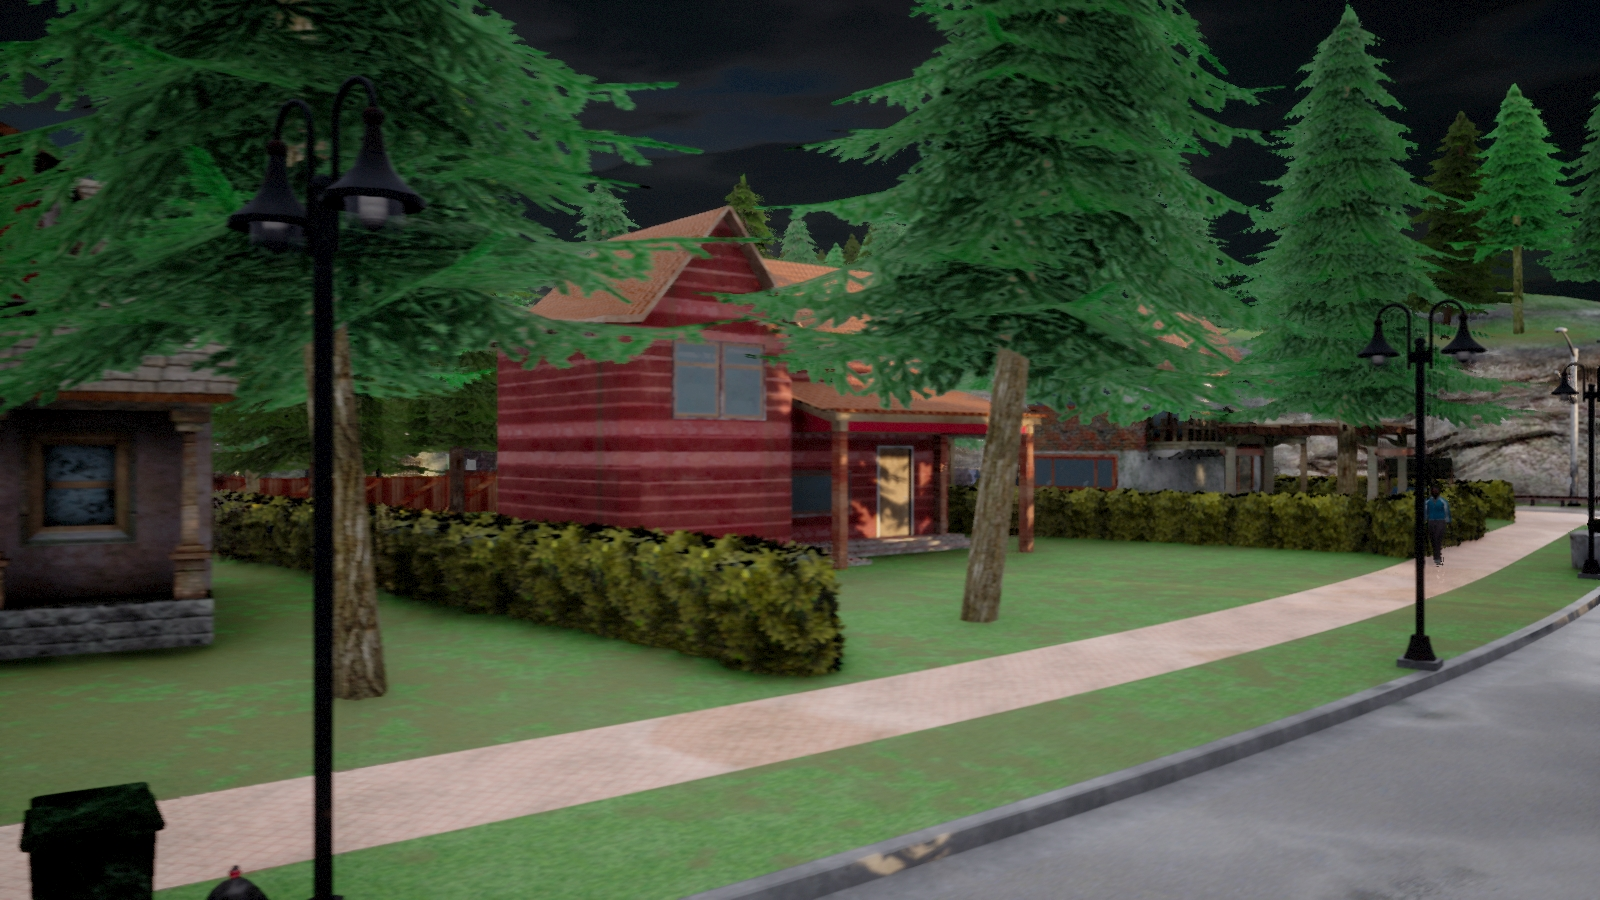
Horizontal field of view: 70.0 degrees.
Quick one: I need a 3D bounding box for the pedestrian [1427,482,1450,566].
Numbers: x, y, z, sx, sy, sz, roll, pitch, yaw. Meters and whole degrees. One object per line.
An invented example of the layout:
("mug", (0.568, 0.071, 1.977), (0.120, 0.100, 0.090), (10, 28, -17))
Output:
("pedestrian", (14.401, 1.665, 25.773), (0.375, 1.860, 0.375), (0, 0, -44))
